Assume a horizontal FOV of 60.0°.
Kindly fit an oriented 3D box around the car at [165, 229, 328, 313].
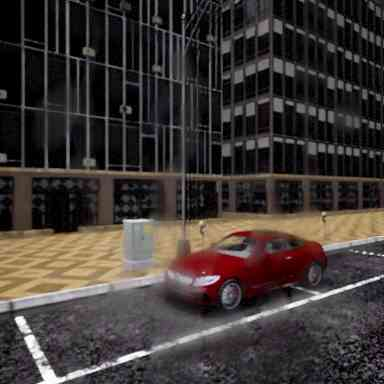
[{"bbox_3d":[1.393,1.548,7.546,4.206,1.307,1.802,0,1,-35],"label":"car"}]
